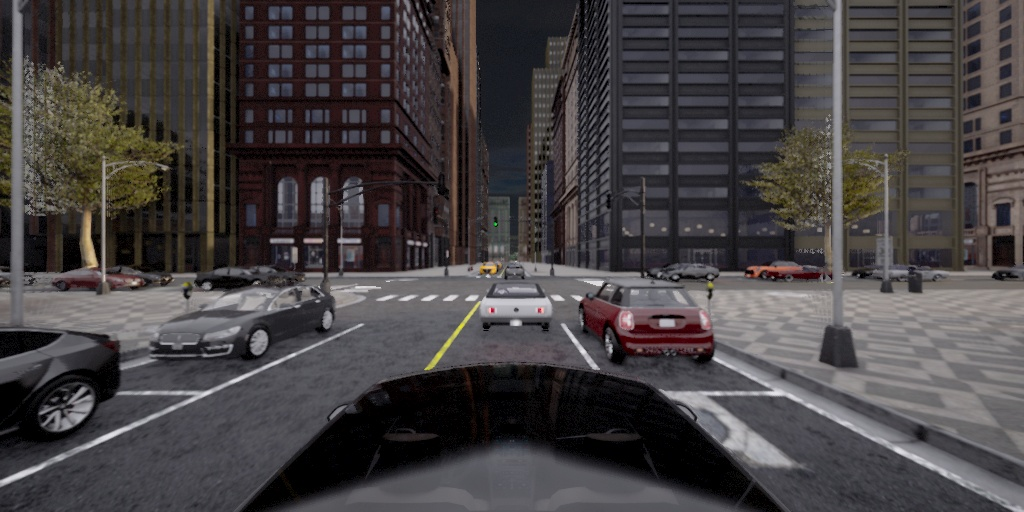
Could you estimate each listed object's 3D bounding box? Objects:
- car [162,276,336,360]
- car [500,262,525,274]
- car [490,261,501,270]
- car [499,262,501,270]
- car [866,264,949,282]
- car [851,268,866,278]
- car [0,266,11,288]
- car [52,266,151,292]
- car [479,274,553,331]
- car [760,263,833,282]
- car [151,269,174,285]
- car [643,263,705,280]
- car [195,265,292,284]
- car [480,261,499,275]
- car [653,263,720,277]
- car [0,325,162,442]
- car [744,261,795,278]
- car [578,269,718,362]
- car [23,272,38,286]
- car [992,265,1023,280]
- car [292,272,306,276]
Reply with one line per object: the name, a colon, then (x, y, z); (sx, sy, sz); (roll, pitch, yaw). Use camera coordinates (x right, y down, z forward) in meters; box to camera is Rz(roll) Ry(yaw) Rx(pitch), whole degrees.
car: (-5.749, 1.344, 8.350); (2.007, 1.370, 4.403); (0, 0, 0)
car: (0.237, 1.470, 35.486); (2.128, 1.511, 4.902); (0, 0, 0)
car: (-2.888, 1.674, 64.012); (1.882, 1.535, 5.008); (0, 0, 0)
car: (-2.940, 1.612, 54.127); (2.128, 1.511, 4.902); (0, 0, 0)
car: (33.078, 1.452, 29.902); (4.718, 1.301, 1.895); (0, 0, 0)
car: (34.716, 1.401, 33.150); (5.357, 1.411, 2.033); (0, 0, 0)
car: (-36.103, 1.504, 23.239); (4.902, 1.511, 2.128); (0, 0, 0)
car: (-26.777, 1.512, 23.228); (4.674, 1.442, 1.812); (0, 0, 0)
car: (0.113, 1.414, 11.253); (1.895, 1.301, 4.718); (0, 0, 0)
car: (23.955, 1.472, 29.913); (4.718, 1.301, 1.895); (0, 0, 0)
car: (-27.895, 1.500, 26.477); (4.892, 1.490, 1.837); (0, 0, 0)
car: (14.910, 1.401, 33.163); (4.892, 1.490, 1.837); (0, 0, 0)
car: (-17.497, 1.438, 23.226); (5.008, 1.535, 1.882); (0, 0, -1)
car: (-2.947, 1.528, 44.835); (1.882, 1.535, 5.008); (0, 0, 0)
car: (14.687, 1.383, 29.925); (4.902, 1.511, 2.128); (0, 0, -2)
car: (-5.764, 1.322, 2.714); (1.948, 1.339, 4.313); (0, 0, 0)
car: (24.106, 1.228, 33.157); (4.553, 1.767, 2.097); (0, 0, 0)
car: (2.776, 1.234, 8.330); (1.967, 1.591, 4.097); (0, 0, 0)
car: (-38.300, 1.529, 26.493); (4.892, 1.490, 1.837); (0, 0, 0)
car: (43.014, 1.396, 29.864); (4.181, 1.385, 1.994); (0, 0, 1)
car: (-17.905, 1.444, 26.473); (5.008, 1.535, 1.882); (0, 0, 0)
